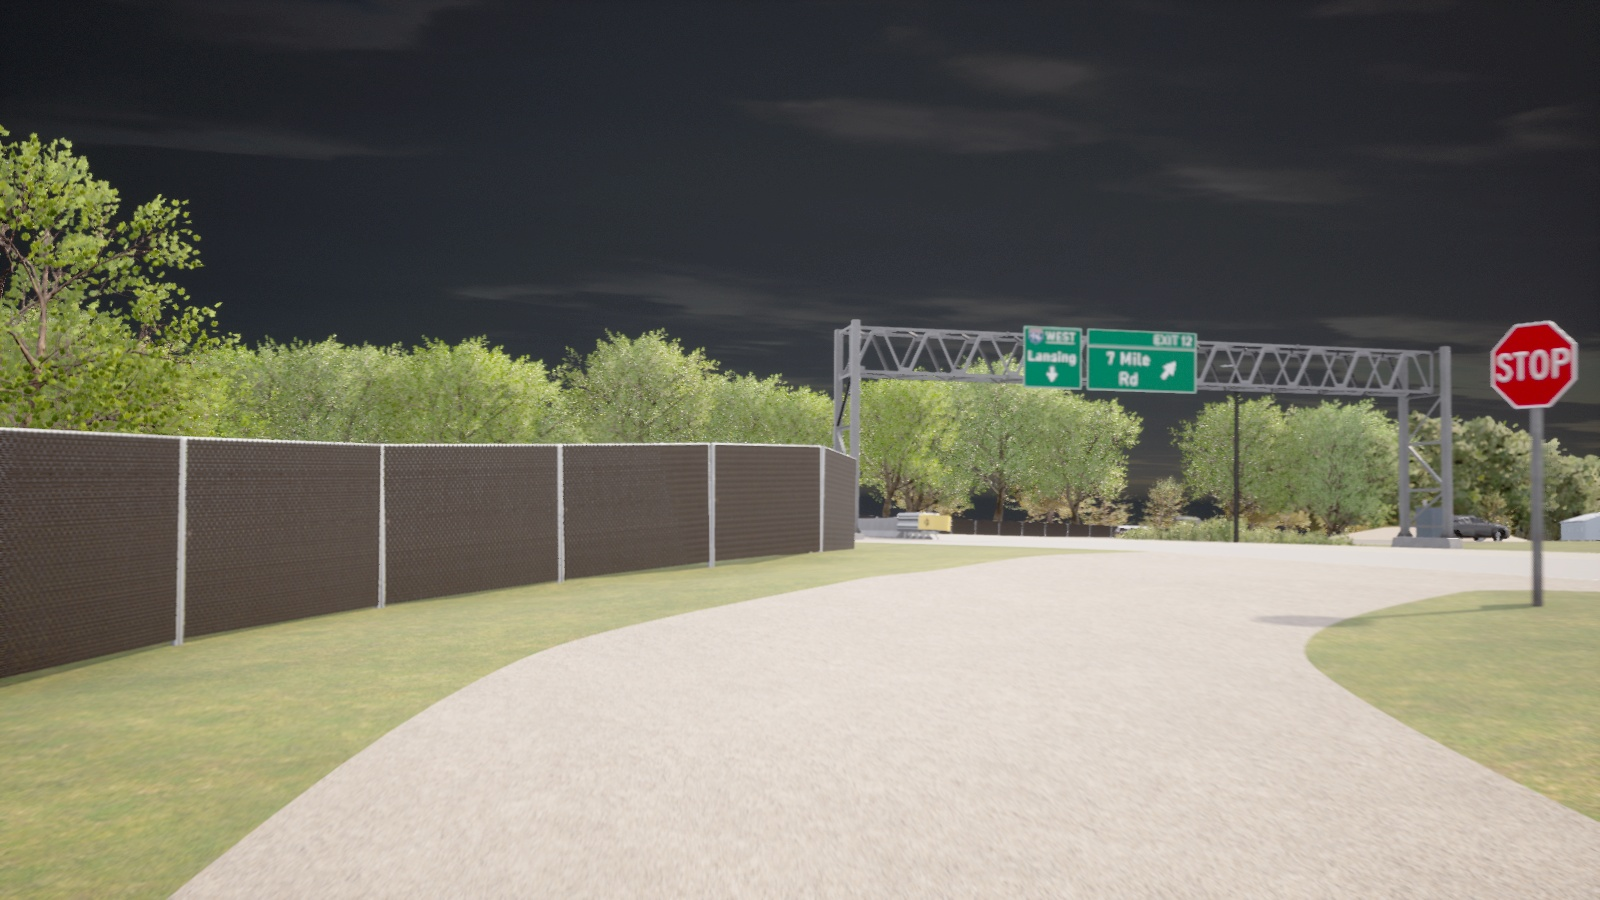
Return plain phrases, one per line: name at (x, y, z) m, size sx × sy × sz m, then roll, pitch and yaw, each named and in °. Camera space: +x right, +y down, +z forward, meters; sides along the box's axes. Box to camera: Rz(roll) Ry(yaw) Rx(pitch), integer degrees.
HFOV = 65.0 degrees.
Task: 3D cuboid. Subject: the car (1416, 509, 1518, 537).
car at (38.887, 4.263, 73.290) m, size 4.902 × 1.511 × 2.128 m, roll 0°, pitch -4°, yaw -8°
